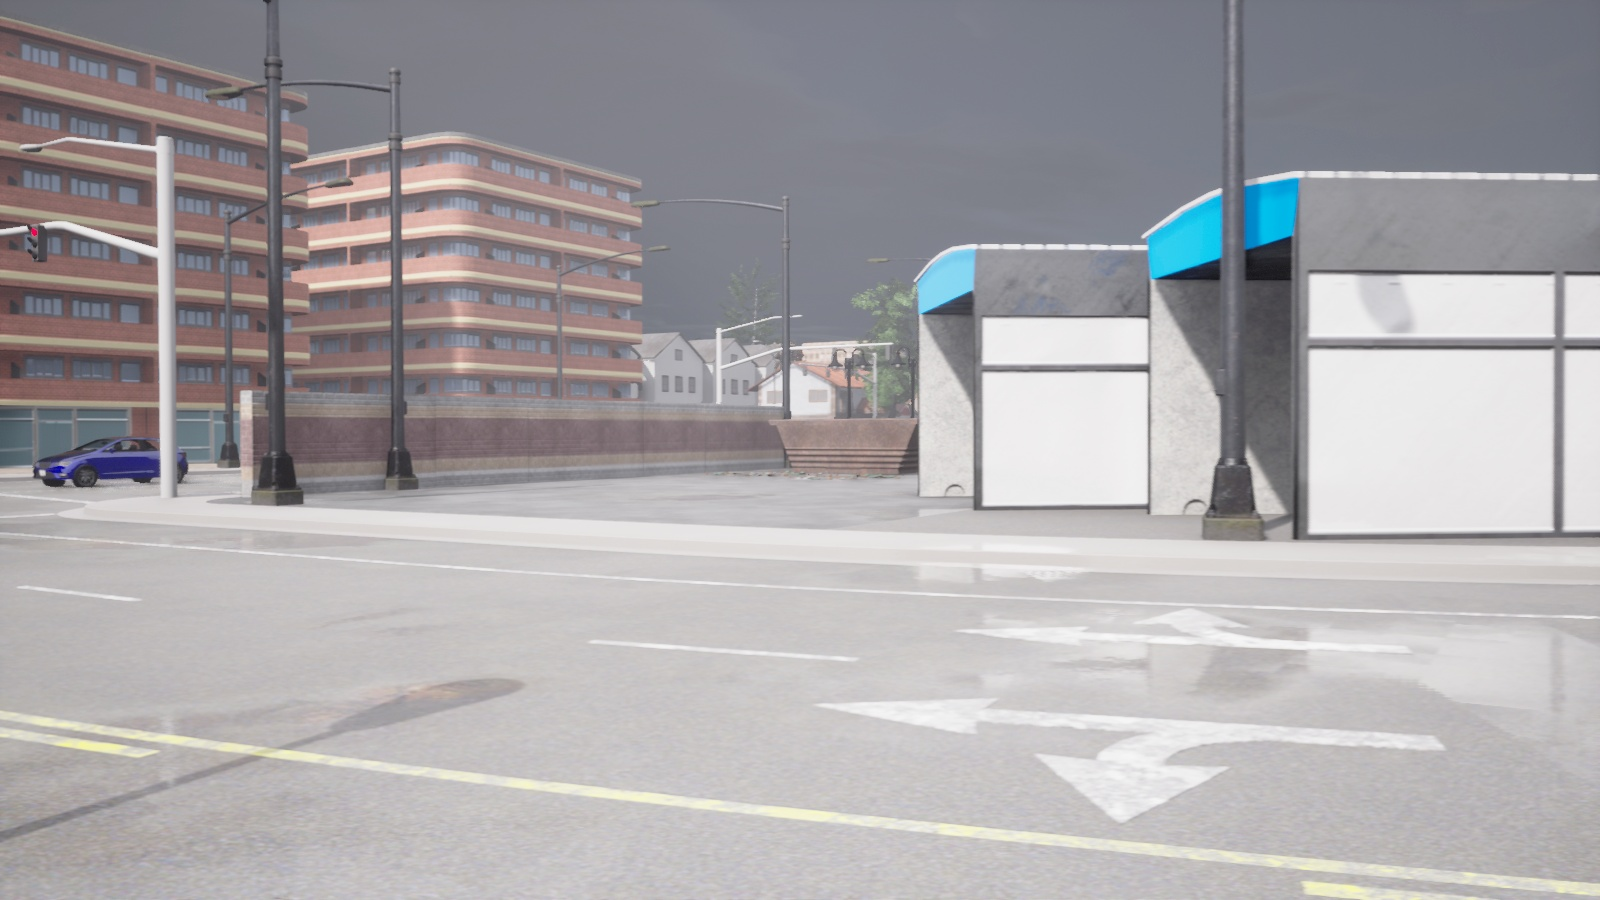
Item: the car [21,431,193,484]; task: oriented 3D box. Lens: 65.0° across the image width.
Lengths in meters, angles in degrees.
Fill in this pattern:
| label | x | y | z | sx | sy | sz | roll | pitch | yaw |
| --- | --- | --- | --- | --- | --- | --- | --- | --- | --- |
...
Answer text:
| label | x | y | z | sx | sy | sz | roll | pitch | yaw |
| --- | --- | --- | --- | --- | --- | --- | --- | --- | --- |
| car | -20.678 | 0.181 | 37.656 | 1.816 | 1.474 | 4.193 | 1 | 1 | 29 |
